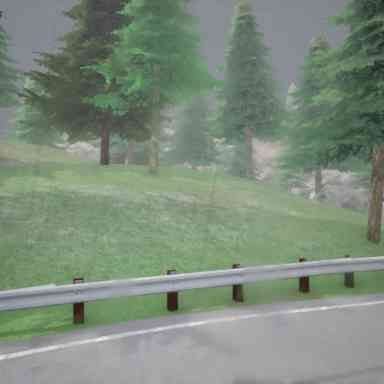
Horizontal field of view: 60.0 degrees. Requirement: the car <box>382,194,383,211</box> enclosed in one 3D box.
[{"bbox_3d":[17.446,1.234,27.823,2.150,2.045,5.566,0,0,-15],"label":"car"}]
